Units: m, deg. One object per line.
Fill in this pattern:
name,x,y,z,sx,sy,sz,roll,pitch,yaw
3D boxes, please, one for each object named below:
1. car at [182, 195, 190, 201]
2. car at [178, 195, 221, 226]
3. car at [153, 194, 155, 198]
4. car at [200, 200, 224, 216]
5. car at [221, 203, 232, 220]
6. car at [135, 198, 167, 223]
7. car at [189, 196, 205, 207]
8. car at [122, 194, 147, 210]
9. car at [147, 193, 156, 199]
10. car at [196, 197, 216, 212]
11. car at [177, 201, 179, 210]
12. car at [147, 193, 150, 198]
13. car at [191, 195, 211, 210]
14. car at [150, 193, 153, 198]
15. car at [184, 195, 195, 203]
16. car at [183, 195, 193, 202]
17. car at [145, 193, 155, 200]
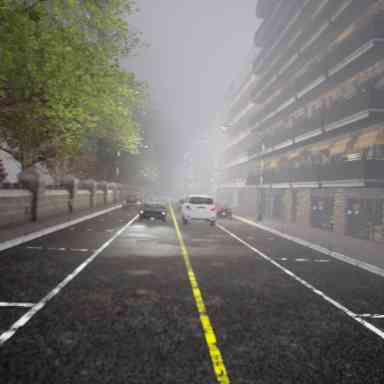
car,-1.473,1.455,81.106,1.752,1.417,4.829,3,0,-5
car,0.414,1.236,24.135,2.150,2.045,5.566,3,0,-4
car,-8.898,0.997,68.879,1.752,1.417,4.829,3,0,-5
car,2.086,1.661,36.034,1.887,1.381,4.507,3,0,-5
car,2.530,1.687,30.421,1.887,1.381,4.507,3,0,-5
car,-2.755,1.425,24.055,1.895,1.301,4.718,3,0,-4
car,0.763,1.482,52.872,1.967,1.590,4.097,3,0,-5
car,-6.247,1.056,35.373,1.967,1.590,4.097,3,0,-5
car,-9.785,0.955,80.105,1.752,1.417,4.829,3,0,-5
car,1.650,1.532,41.646,1.967,1.590,4.097,3,0,-5
car,-0.835,1.489,39.655,2.033,1.411,5.357,3,0,-4
car,-6.690,1.031,40.984,1.967,1.590,4.097,3,0,-5
car,1.213,1.382,47.258,2.192,1.841,5.009,3,0,-5
car,-7.582,1.092,52.210,2.008,1.369,4.403,3,0,-5
car,-0.567,1.412,69.709,1.967,1.590,4.097,3,0,-5
car,-1.017,1.516,75.323,1.947,1.339,4.313,3,0,-5
car,-9.356,1.000,74.661,2.008,1.369,4.403,3,0,-5
